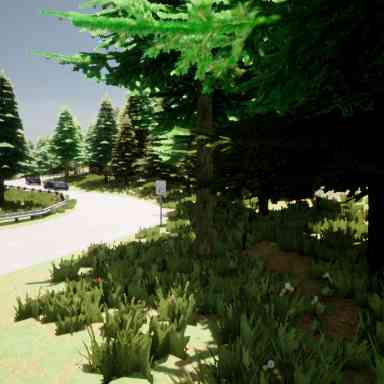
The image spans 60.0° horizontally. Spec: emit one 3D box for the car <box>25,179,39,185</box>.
[{"bbox_3d":[-25.510,-1.912,53.400,1.837,1.490,4.892,0,5,-34],"label":"car"}]

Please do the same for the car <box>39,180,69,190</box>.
[{"bbox_3d":[-18.881,-0.986,46.136,4.181,1.385,1.994,6,4,39],"label":"car"}]
